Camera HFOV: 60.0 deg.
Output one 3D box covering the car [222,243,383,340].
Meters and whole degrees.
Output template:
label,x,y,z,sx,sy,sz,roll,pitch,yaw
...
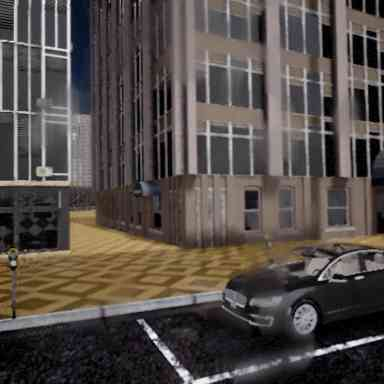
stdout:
label,x,y,z,sx,sy,sz,roll,pitch,yaw
car,2.711,1.739,6.661,4.403,1.369,2.008,0,-2,-24
